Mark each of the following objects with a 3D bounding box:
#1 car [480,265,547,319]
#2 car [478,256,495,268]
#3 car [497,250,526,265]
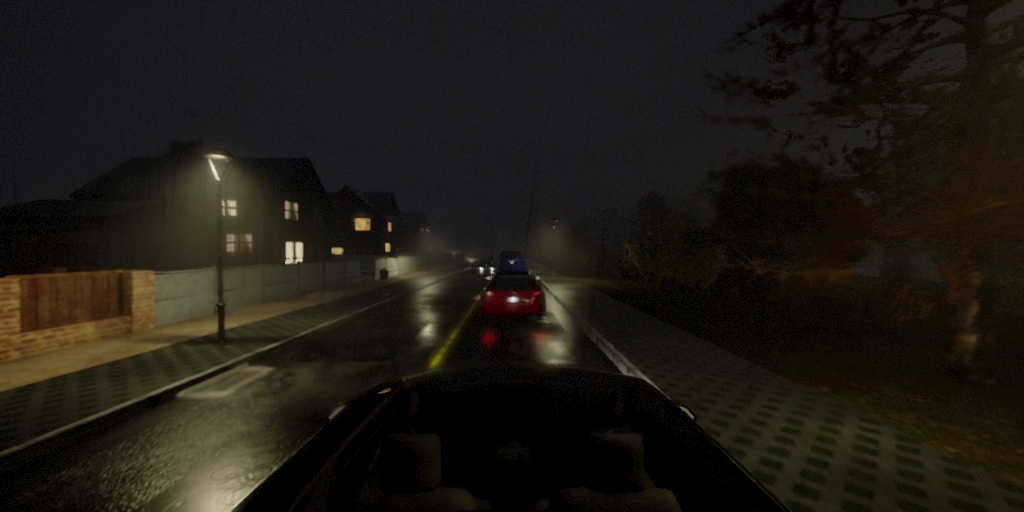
[{"bbox_3d":[0.039,1.161,12.039,1.994,1.385,4.181,0,1,0],"label":"car"},{"bbox_3d":[-2.999,0.652,44.094,2.033,1.411,5.357,0,1,0],"label":"car"},{"bbox_3d":[-0.014,0.555,29.165,2.150,2.045,5.566,0,1,0],"label":"car"}]
